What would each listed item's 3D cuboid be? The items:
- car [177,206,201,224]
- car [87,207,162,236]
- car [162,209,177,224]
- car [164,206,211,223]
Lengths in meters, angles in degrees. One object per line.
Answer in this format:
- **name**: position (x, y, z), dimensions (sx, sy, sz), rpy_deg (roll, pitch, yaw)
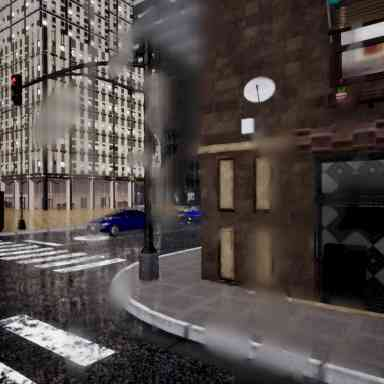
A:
- **car**: position (1.240, 1.863, 27.974), dimensions (1.882, 1.535, 5.008), rpy_deg (-1, -1, 35)
- **car**: position (-4.181, 1.773, 20.258), dimensions (1.812, 1.442, 4.674), rpy_deg (-1, -1, 33)
- **car**: position (-3.533, 1.894, 25.934), dimensions (2.008, 1.369, 4.403), rpy_deg (-2, -2, 35)
- **car**: position (-0.330, 1.975, 30.490), dimensions (2.008, 1.369, 4.403), rpy_deg (-2, -2, 35)
